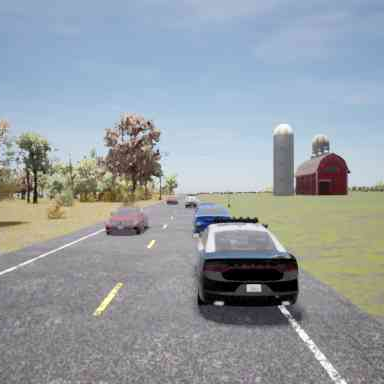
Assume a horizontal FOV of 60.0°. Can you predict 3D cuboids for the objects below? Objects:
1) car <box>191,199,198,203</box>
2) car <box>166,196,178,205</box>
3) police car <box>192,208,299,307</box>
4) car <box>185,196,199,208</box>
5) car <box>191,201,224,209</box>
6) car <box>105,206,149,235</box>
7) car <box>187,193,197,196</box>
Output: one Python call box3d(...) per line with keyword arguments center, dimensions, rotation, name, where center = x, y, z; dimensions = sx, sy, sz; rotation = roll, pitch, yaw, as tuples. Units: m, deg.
box3d(center=(1.044, 1.503, 24.108), dimensions=(1.837, 1.490, 4.892), rotation=(0, 0, 0), name="car")
box3d(center=(-3.585, 1.455, 60.129), dimensions=(1.882, 1.535, 5.008), rotation=(0, 0, 0), name="car")
box3d(center=(1.048, 1.425, 8.217), dimensions=(1.930, 1.638, 5.238), rotation=(0, 0, 0), name="police car")
box3d(center=(0.011, 1.587, 47.509), dimensions=(1.895, 1.301, 4.718), rotation=(0, 0, 1), name="car")
box3d(center=(1.046, 1.477, 18.107), dimensions=(1.882, 1.535, 5.008), rotation=(0, 0, 0), name="car")
box3d(center=(-3.603, 1.524, 19.105), dimensions=(1.812, 1.442, 4.674), rotation=(0, 0, 0), name="car")
box3d(center=(-0.011, 1.200, 59.451), dimensions=(2.150, 2.045, 5.566), rotation=(0, 0, 0), name="car")
